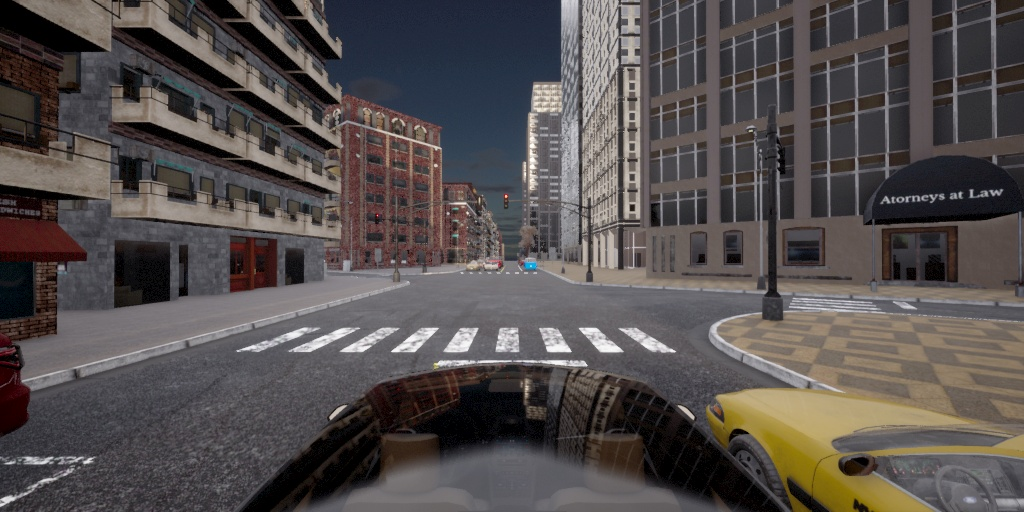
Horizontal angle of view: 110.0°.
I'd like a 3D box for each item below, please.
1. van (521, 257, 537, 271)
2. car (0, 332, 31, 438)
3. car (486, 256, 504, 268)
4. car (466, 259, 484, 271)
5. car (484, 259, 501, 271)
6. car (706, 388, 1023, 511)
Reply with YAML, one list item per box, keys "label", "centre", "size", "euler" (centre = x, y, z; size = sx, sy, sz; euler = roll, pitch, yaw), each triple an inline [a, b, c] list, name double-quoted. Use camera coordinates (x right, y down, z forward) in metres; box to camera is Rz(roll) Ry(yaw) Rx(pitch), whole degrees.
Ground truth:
- label: "van"
  centre: [2.543, 1.136, 50.081]
  size: [1.690, 1.789, 3.998]
  euler: [0, 0, 0]
- label: "car"
  centre: [-5.314, 1.065, 1.078]
  size: [2.192, 1.841, 5.009]
  euler: [0, 0, 0]
- label: "car"
  centre: [-2.858, 1.037, 59.699]
  size: [2.150, 2.045, 5.566]
  euler: [0, 0, 0]
- label: "car"
  centre: [-5.337, 1.320, 49.908]
  size: [1.751, 1.417, 4.829]
  euler: [0, 0, 0]
- label: "car"
  centre: [-2.871, 1.396, 50.192]
  size: [1.895, 1.301, 4.718]
  euler: [0, 0, -2]
- label: "car"
  centre: [2.566, 1.275, 1.258]
  size: [1.751, 1.417, 4.829]
  euler: [0, 0, 0]
